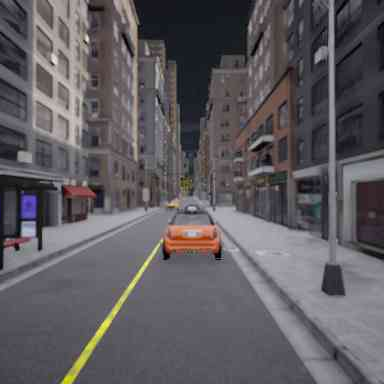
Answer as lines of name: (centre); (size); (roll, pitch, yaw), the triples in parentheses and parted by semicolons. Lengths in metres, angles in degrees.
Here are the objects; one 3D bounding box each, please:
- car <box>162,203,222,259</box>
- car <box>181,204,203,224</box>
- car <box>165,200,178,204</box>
car: (0.020, 1.495, 13.426); (2.097, 1.767, 4.553); (0, -1, 1)
car: (0.020, 1.836, 28.893); (1.812, 1.442, 4.674); (0, 0, 1)
car: (-3.037, 2.033, 50.818); (1.882, 1.535, 5.008); (0, -1, 0)
